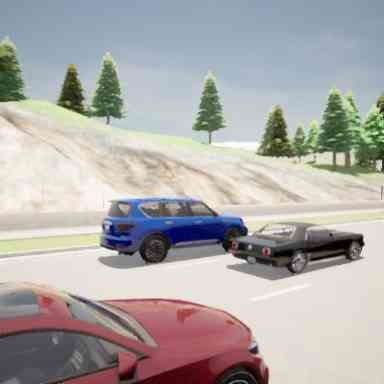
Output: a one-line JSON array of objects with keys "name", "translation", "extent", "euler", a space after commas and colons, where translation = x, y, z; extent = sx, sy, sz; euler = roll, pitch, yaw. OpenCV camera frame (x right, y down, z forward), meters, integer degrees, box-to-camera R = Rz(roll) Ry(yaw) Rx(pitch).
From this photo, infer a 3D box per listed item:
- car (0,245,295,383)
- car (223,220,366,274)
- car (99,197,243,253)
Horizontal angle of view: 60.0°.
[{"name": "car", "translation": [-1.419, 1.525, 2.704], "extent": [4.674, 1.442, 1.812], "euler": [0, 0, -36]}, {"name": "car", "translation": [3.464, 1.587, 10.503], "extent": [4.718, 1.301, 1.895], "euler": [0, 0, -35]}, {"name": "car", "translation": [-0.480, 1.210, 11.996], "extent": [5.566, 2.045, 2.150], "euler": [0, 0, -35]}]
